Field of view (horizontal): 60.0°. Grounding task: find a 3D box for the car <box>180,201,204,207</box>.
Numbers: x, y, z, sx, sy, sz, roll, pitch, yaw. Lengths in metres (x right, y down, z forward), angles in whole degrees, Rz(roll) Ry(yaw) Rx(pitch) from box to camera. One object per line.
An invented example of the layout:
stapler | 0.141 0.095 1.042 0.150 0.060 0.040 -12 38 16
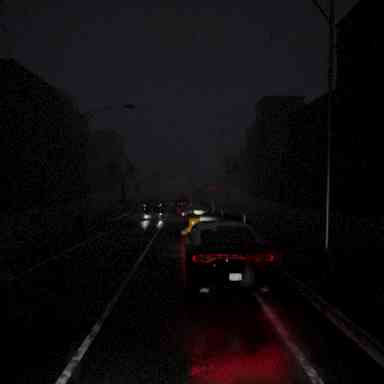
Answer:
car | 0.400 1.532 18.974 1.801 1.575 5.366 0 0 -2

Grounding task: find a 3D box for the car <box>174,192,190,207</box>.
car | -1.405 1.200 45.552 1.837 1.490 4.892 0 2 -2

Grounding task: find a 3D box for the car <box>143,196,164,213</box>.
car | -4.237 1.308 36.891 2.097 1.767 4.553 0 2 -2

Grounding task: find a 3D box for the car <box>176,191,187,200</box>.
car | -1.888 0.626 59.191 1.994 1.385 4.181 0 3 -2

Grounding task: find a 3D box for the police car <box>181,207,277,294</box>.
police car | 0.743 1.411 8.872 1.930 1.638 5.238 0 0 -2

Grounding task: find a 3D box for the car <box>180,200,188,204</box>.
car | 0.200 1.617 24.785 1.812 1.442 4.674 0 0 -2
